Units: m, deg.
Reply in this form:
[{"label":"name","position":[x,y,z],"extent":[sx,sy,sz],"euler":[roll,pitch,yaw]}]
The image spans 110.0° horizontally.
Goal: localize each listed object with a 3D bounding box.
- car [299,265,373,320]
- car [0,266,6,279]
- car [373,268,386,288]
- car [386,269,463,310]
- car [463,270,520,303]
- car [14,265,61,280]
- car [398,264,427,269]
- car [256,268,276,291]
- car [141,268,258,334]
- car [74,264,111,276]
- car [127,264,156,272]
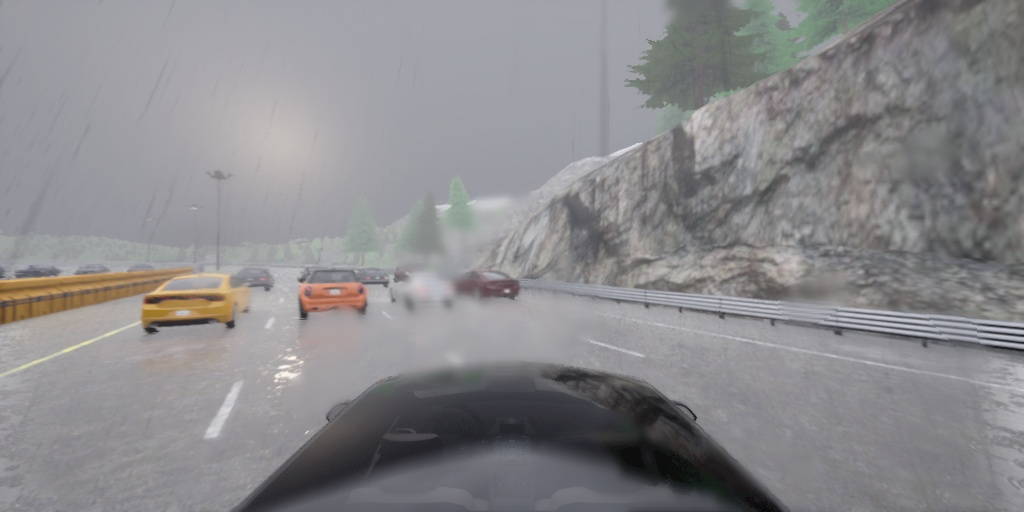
[{"label":"car","position":[-6.872,1.223,13.661],"extent":[2.097,1.767,4.553],"euler":[1,-1,-30]},{"label":"car","position":[-49.115,1.396,33.087],"extent":[1.882,1.535,5.008],"euler":[1,-1,-40]},{"label":"car","position":[-10.420,1.569,26.587],"extent":[2.033,1.411,5.357],"euler":[1,-1,-30]},{"label":"car","position":[-3.955,1.437,15.605],"extent":[1.812,1.442,4.674],"euler":[1,-1,-30]},{"label":"car","position":[-1.446,1.434,18.268],"extent":[1.882,1.535,5.008],"euler":[1,-1,-30]},{"label":"car","position":[-46.083,1.557,34.928],"extent":[1.895,1.301,4.718],"euler":[1,-1,-39]},{"label":"car","position":[-8.435,1.427,30.107],"extent":[2.097,1.767,4.553],"euler":[1,-1,-31]},{"label":"car","position":[-16.442,1.494,23.022],"extent":[2.033,1.411,5.357],"euler":[1,-1,-30]},{"label":"car","position":[-9.486,1.304,11.176],"extent":[1.882,1.535,5.008],"euler":[1,-1,-30]},{"label":"car","position":[-43.642,1.564,37.429],"extent":[1.994,1.385,4.181],"euler":[1,-1,-40]},{"label":"car","position":[-41.159,1.608,39.915],"extent":[1.994,1.385,4.181],"euler":[1,-1,-40]}]
